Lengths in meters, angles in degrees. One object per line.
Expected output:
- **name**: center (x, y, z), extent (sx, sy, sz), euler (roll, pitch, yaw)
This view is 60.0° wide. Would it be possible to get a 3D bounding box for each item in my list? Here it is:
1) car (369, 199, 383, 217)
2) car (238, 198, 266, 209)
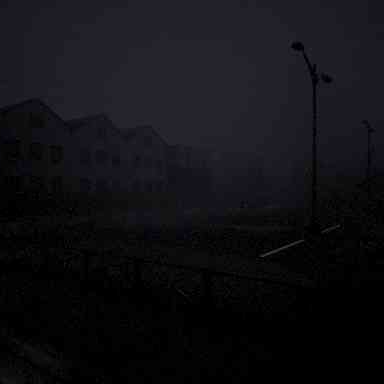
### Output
- **car**: center (15.528, 1.299, 26.742), extent (2.007, 1.523, 4.514), euler (0, 0, 35)
- **car**: center (7.755, 1.415, 42.212), extent (1.895, 1.301, 4.718), euler (0, 0, 36)
